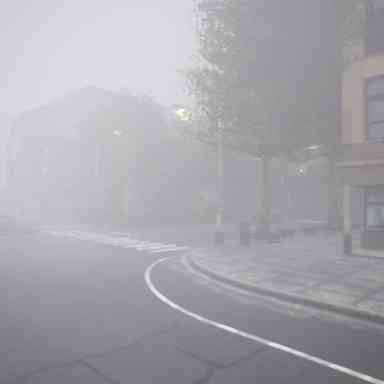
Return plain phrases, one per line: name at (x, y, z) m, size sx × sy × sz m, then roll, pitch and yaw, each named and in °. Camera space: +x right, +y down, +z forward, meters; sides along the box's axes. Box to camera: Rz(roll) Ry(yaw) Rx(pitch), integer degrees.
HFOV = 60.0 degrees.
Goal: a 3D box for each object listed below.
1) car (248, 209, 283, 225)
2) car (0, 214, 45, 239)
car at (8.190, 2.737, 37.035) m, size 4.553 × 1.767 × 2.097 m, roll 3°, pitch -3°, yaw -45°
car at (-11.952, 2.081, 20.242) m, size 5.357 × 1.411 × 2.033 m, roll 1°, pitch -2°, yaw -8°
